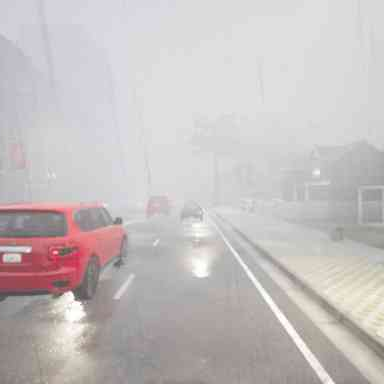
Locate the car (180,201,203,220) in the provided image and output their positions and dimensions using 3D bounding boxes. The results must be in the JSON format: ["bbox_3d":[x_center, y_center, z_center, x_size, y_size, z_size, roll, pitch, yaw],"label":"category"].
[{"bbox_3d":[0.013,1.742,29.011,1.895,1.301,4.718,0,0,1],"label":"car"}]

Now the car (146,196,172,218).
[{"bbox_3d":[-3.173,1.376,32.702,2.150,2.045,5.566,0,0,0],"label":"car"}]

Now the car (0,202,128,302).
[{"bbox_3d":[-3.153,1.265,8.522,2.150,2.045,5.566,0,0,0],"label":"car"}]

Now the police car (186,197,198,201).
[{"bbox_3d":[-0.015,1.750,58.215,2.038,1.542,4.974,0,0,0],"label":"police car"}]
